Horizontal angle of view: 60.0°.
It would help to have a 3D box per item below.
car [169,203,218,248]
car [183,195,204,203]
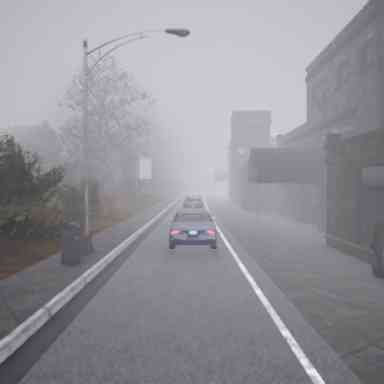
[{"bbox_3d":[0.042,1.401,13.853,2.033,1.411,5.357,0,1,0],"label":"car"},{"bbox_3d":[0.161,1.002,32.024,2.128,1.511,4.902,0,2,1],"label":"car"}]
